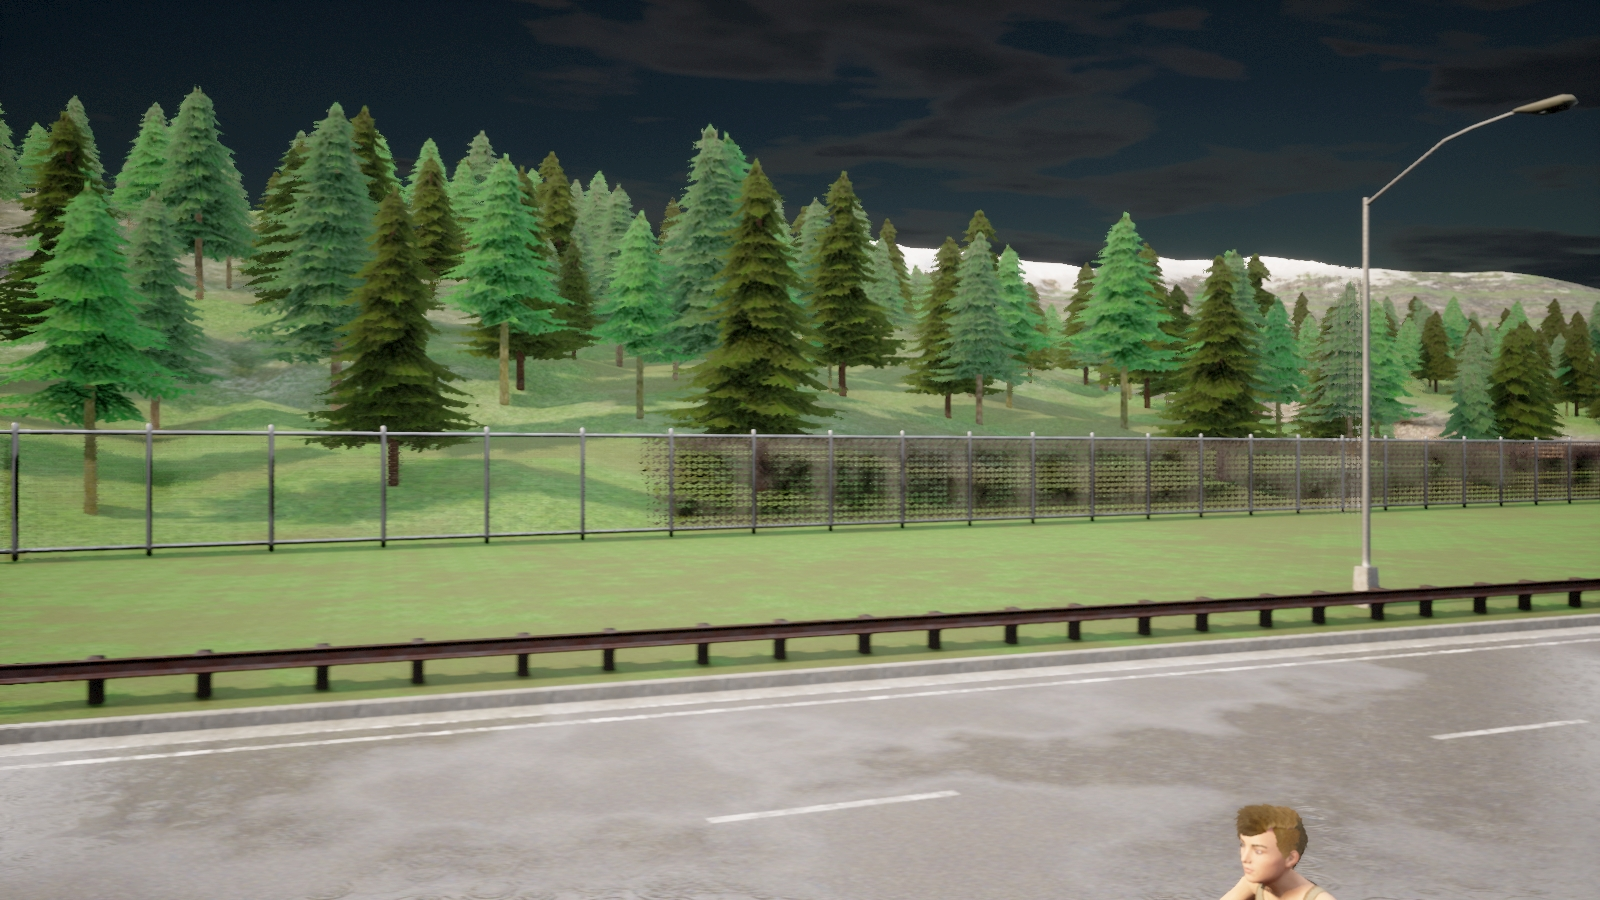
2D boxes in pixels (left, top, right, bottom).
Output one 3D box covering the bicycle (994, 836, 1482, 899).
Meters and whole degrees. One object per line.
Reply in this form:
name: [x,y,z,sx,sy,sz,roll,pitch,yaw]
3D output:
bicycle: [1.523,2.159,3.842,1.487,1.277,0.859,0,0,-20]
